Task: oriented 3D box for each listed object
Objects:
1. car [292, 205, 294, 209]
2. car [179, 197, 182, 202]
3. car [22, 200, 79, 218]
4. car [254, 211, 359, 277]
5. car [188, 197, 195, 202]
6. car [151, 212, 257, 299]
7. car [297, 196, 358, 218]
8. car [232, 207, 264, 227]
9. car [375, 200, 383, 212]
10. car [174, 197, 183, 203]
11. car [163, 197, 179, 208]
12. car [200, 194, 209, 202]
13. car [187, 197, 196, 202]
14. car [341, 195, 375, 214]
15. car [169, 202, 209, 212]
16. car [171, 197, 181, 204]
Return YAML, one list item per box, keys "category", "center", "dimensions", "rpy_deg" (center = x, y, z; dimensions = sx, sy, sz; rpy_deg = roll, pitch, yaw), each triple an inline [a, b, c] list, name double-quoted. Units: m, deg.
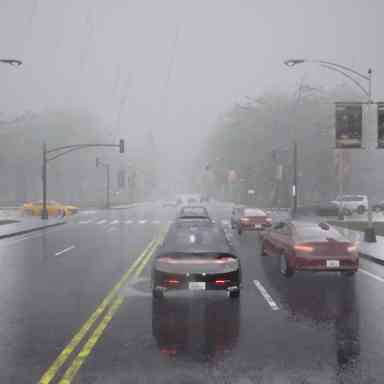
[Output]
- category: "car"
  center: [14.813, 1.772, 40.790]
  dimensions: [4.718, 1.301, 1.895]
  rpy_deg: [0, 0, 0]
- category: "car"
  center: [-3.396, 1.705, 61.378]
  dimensions: [2.128, 1.511, 4.902]
  rpy_deg: [0, 0, 1]
- category: "car"
  center: [-12.753, 1.507, 30.044]
  dimensions: [5.008, 1.535, 1.882]
  rpy_deg: [0, -1, 9]
- category: "car"
  center: [3.333, 1.533, 10.189]
  dimensions: [1.812, 1.442, 4.674]
  rpy_deg: [0, 0, 0]
- category: "car"
  center: [-0.122, 1.965, 92.967]
  dimensions: [1.994, 1.385, 4.181]
  rpy_deg: [0, -1, 0]
- category: "car"
  center: [0.089, 1.496, 8.471]
  dimensions: [2.128, 1.511, 4.902]
  rpy_deg: [0, 0, 0]
- category: "car"
  center: [12.345, 1.495, 30.818]
  dimensions: [4.553, 1.767, 2.097]
  rpy_deg: [0, 0, -1]
- category: "car"
  center: [3.336, 1.555, 18.997]
  dimensions: [1.812, 1.442, 4.674]
  rpy_deg: [0, 0, 1]
- category: "car"
  center: [23.945, 1.695, 40.874]
  dimensions: [5.008, 1.535, 1.882]
  rpy_deg: [0, 0, 0]
- category: "car"
  center: [-3.357, 1.945, 81.766]
  dimensions: [2.033, 1.411, 5.357]
  rpy_deg: [0, -1, 0]
- category: "car"
  center: [-3.411, 1.760, 52.026]
  dimensions: [1.895, 1.301, 4.718]
  rpy_deg: [0, 0, 0]
- category: "car"
  center: [3.143, 1.642, 82.584]
  dimensions: [2.150, 2.045, 5.566]
  rpy_deg: [0, -1, 0]
- category: "car"
  center: [-0.107, 1.893, 82.514]
  dimensions: [1.882, 1.535, 5.008]
  rpy_deg: [0, -1, 0]
- category: "car"
  center: [17.058, 1.399, 37.567]
  dimensions: [5.566, 2.045, 2.150]
  rpy_deg: [0, 0, -1]
- category: "car"
  center: [0.078, 1.517, 17.879]
  dimensions: [2.128, 1.511, 4.902]
  rpy_deg: [0, 0, 0]
- category: "car"
  center: [-3.343, 1.850, 71.289]
  dimensions: [1.994, 1.385, 4.181]
  rpy_deg: [0, -1, 0]
